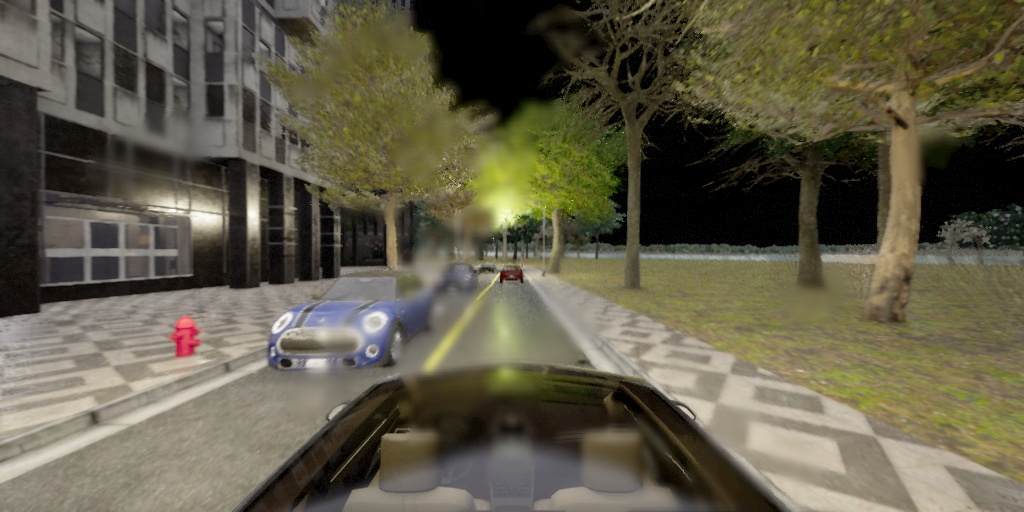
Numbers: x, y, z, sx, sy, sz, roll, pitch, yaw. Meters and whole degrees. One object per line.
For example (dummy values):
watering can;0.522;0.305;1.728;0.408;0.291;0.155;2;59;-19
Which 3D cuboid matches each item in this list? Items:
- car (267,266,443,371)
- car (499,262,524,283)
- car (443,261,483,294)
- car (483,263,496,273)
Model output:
car;-3.096;1.129;7.944;2.097;1.767;4.553;0;0;0
car;-0.021;1.368;29.377;1.882;1.535;5.008;0;0;0
car;-3.101;1.205;21.066;2.097;1.767;4.553;0;-1;0
car;-3.091;1.542;46.037;1.895;1.301;4.718;0;0;0
